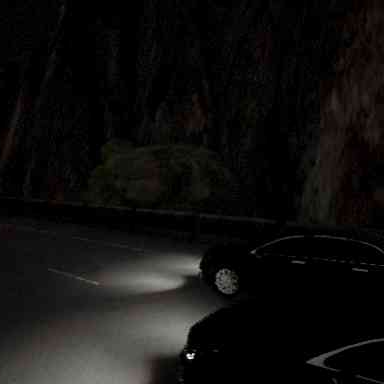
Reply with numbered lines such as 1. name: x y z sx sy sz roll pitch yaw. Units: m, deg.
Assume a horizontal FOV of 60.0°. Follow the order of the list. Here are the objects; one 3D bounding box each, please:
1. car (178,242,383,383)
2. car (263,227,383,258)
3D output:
1. car: 2.128 1.516 2.476 4.892 1.490 1.837 2 1 35
2. car: 2.427 1.457 6.560 4.892 1.490 1.837 1 1 35
